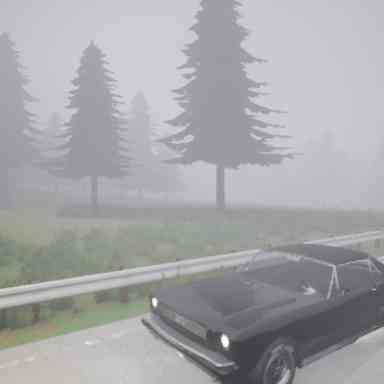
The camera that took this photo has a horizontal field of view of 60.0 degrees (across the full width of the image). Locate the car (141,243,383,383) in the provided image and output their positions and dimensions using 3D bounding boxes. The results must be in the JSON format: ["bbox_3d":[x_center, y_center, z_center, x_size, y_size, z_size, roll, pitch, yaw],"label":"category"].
[{"bbox_3d":[1.658,1.568,5.170,4.718,1.301,1.895,-1,0,-35],"label":"car"}]
